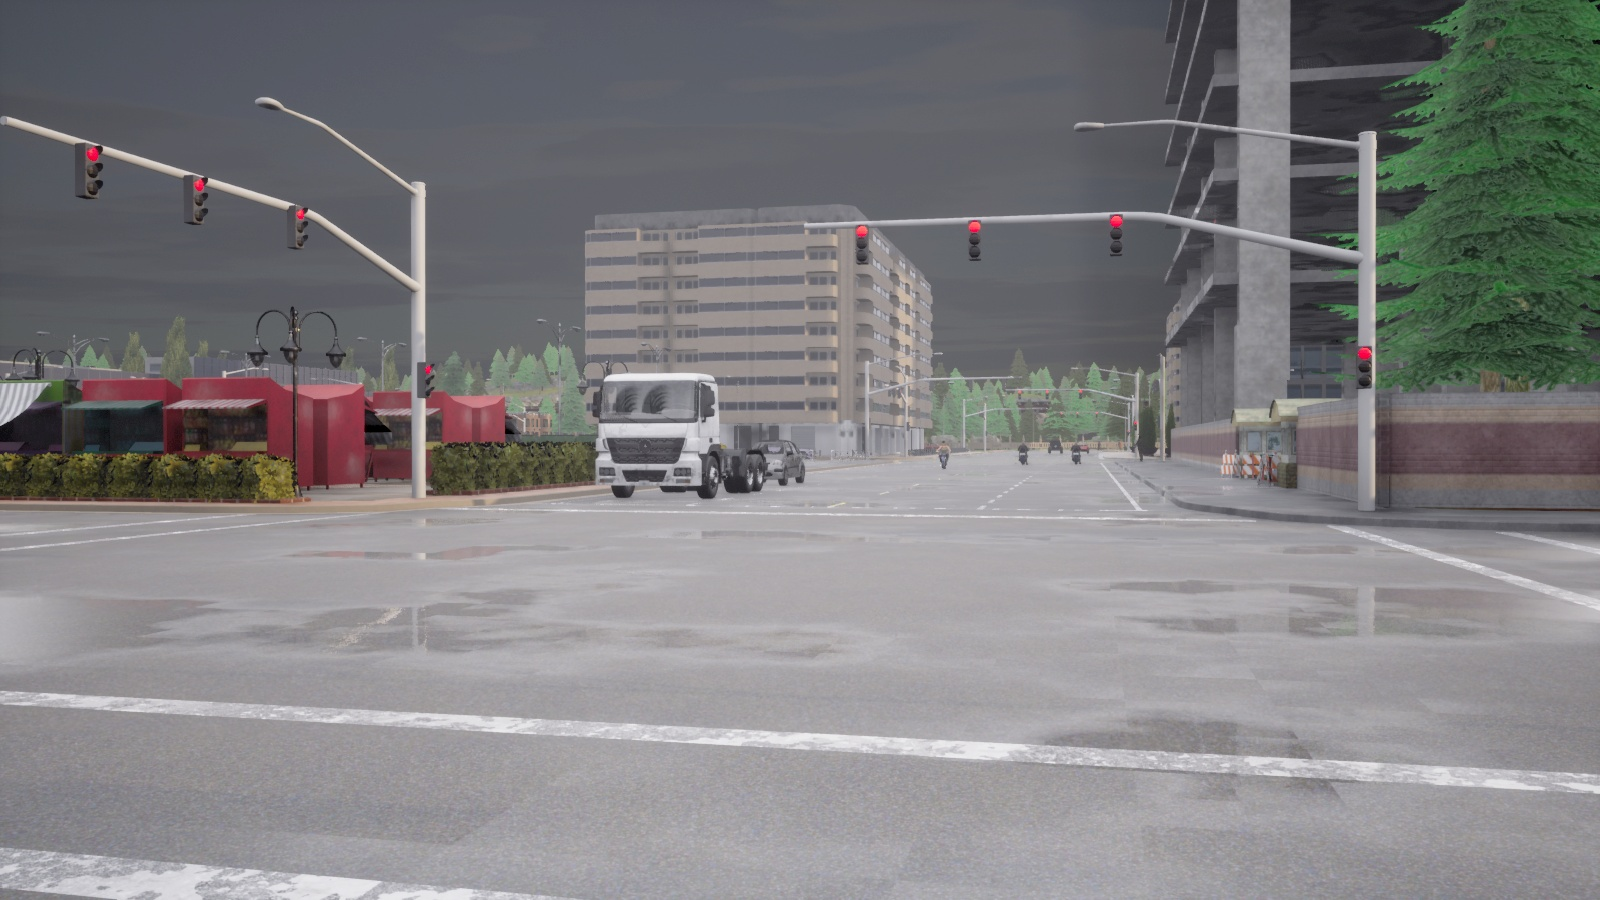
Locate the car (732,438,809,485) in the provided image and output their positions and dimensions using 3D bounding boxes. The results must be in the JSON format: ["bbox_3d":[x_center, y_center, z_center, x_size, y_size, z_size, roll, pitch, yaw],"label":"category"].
[{"bbox_3d":[-1.019,0.387,45.574,1.851,1.617,3.988,0,0,13],"label":"car"}]

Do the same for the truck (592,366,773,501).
[{"bbox_3d":[-3.137,-0.442,36.214,2.891,3.462,7.936,0,0,13],"label":"truck"}]
